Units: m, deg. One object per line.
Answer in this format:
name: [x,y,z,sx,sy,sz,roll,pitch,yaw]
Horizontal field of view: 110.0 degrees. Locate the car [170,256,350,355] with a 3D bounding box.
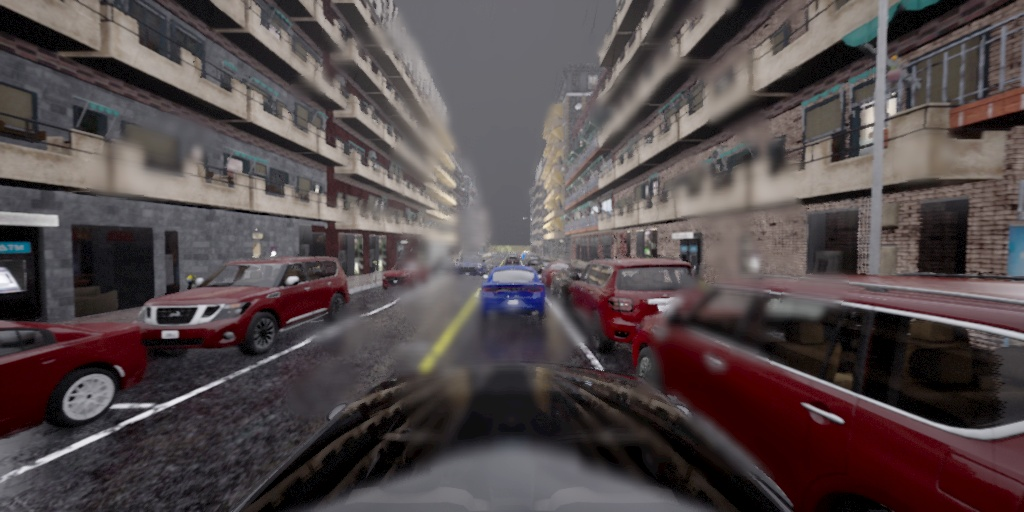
car: [-5.694,0.949,8.508,2.192,1.841,5.009,0,0,0]

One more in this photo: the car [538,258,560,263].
car: [2.651,0.983,19.899,1.888,1.381,4.507,0,0,0]

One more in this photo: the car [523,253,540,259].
car: [2.678,0.607,42.553,1.948,1.339,4.313,0,0,0]

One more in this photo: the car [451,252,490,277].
car: [-3.085,0.655,27.591,2.097,1.767,4.553,0,1,0]

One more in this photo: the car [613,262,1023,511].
car: [2.656,1.044,2.907,2.192,1.841,5.009,0,0,0]

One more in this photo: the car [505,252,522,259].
car: [0.085,0.457,47.689,1.837,1.490,4.892,0,2,0]

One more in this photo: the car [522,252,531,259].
car: [2.674,0.492,48.217,2.007,1.370,4.403,0,0,0]

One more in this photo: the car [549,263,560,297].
car: [2.652,1.102,14.235,1.948,1.339,4.313,0,0,0]

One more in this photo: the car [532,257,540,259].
car: [2.654,0.905,25.562,1.948,1.339,4.313,0,0,0]

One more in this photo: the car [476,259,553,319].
car: [0.040,1.053,11.940,1.882,1.535,5.008,0,1,0]

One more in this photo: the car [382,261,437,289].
car: [-5.697,0.984,19.836,1.888,1.381,4.507,0,0,0]

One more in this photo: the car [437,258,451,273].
car: [-5.701,0.807,31.166,1.948,1.339,4.313,0,0,0]

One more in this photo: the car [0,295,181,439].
car: [-5.692,1.276,2.846,1.888,1.381,4.507,0,0,0]

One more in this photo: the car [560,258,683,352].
car: [2.654,0.948,8.572,2.192,1.841,5.009,0,0,0]
